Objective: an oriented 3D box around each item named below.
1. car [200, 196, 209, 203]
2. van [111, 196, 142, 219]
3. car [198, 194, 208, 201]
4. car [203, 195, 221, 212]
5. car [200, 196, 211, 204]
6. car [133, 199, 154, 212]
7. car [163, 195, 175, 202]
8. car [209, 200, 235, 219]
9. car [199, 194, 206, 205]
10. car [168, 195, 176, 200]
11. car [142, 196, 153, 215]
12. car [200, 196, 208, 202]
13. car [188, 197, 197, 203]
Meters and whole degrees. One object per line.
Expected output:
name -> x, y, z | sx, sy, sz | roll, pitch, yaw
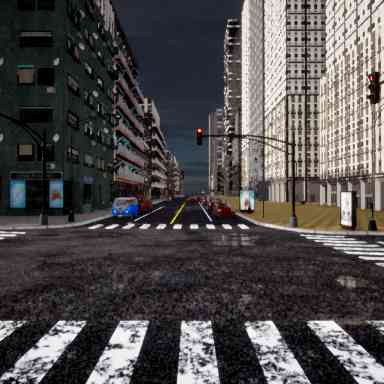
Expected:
car -> 2.728, 1.592, 72.627 | 1.887, 1.381, 4.507 | 0, 0, 0
van -> -5.670, 1.352, 28.411 | 1.690, 1.788, 3.998 | 0, 0, 0
car -> 2.734, 1.376, 83.683 | 2.192, 1.841, 5.009 | 0, 0, 0
car -> 2.715, 1.457, 39.462 | 1.967, 1.590, 4.097 | 0, 0, 0
car -> 2.726, 1.592, 67.100 | 2.008, 1.369, 4.403 | 0, 0, 0
car -> -5.667, 1.561, 39.467 | 1.887, 1.381, 4.507 | 0, 0, 0
car -> -5.649, 1.494, 78.159 | 1.967, 1.590, 4.097 | 0, 0, 0
car -> 2.709, 1.592, 28.406 | 1.802, 1.307, 4.206 | 0, 0, 0
car -> 2.722, 1.470, 56.044 | 1.967, 1.590, 4.097 | 0, 0, 0
car -> -5.643, 1.643, 94.742 | 1.947, 1.339, 4.313 | 0, 0, 0
car -> -5.667, 1.329, 33.939 | 2.192, 1.841, 5.009 | 0, 0, 0
car -> 2.730, 1.636, 78.155 | 1.802, 1.307, 4.206 | 0, 0, 0
car -> 0.129, 1.645, 69.709 | 1.895, 1.301, 4.718 | 0, 0, 0
